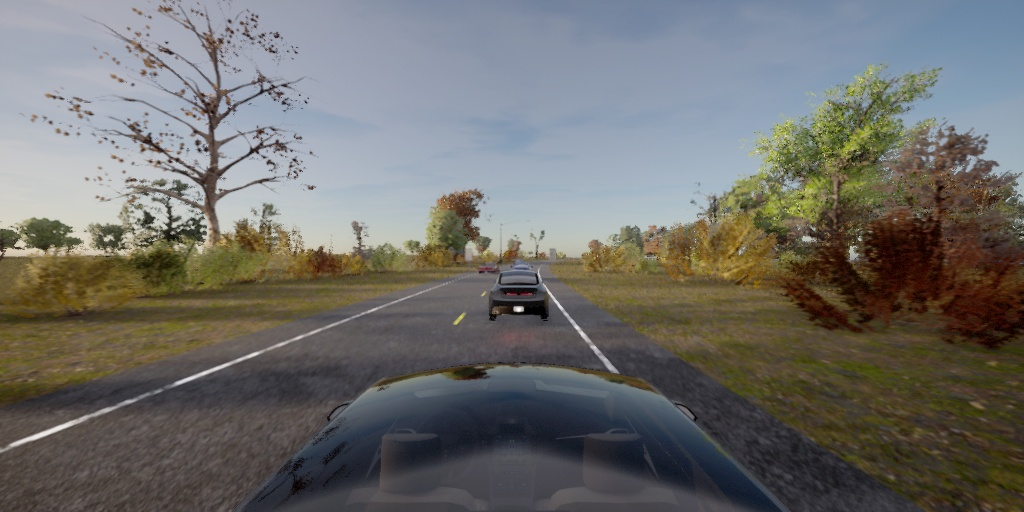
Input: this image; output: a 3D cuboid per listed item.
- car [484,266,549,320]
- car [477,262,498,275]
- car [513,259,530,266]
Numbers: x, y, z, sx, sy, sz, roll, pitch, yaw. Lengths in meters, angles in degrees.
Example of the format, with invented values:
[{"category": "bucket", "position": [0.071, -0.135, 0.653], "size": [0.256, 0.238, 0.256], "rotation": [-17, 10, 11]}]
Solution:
[{"category": "car", "position": [0.232, 1.255, 12.575], "size": [1.837, 1.490, 4.892], "rotation": [0, 0, 1]}, {"category": "car", "position": [-2.478, 1.344, 38.136], "size": [1.895, 1.301, 4.718], "rotation": [0, 0, 4]}, {"category": "car", "position": [0.837, 1.270, 30.701], "size": [1.812, 1.442, 4.674], "rotation": [0, 0, 3]}]
